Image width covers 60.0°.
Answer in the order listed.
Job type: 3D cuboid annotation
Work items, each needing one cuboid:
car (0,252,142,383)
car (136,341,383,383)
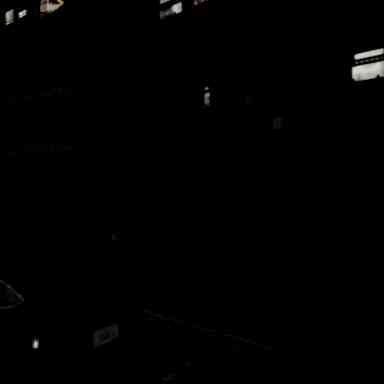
[{"bbox_3d":[-2.602,1.542,4.736,4.313,1.339,1.947,0,0,36],"label":"car"},{"bbox_3d":[2.008,1.570,1.447,4.313,1.339,1.947,0,0,36],"label":"car"}]
